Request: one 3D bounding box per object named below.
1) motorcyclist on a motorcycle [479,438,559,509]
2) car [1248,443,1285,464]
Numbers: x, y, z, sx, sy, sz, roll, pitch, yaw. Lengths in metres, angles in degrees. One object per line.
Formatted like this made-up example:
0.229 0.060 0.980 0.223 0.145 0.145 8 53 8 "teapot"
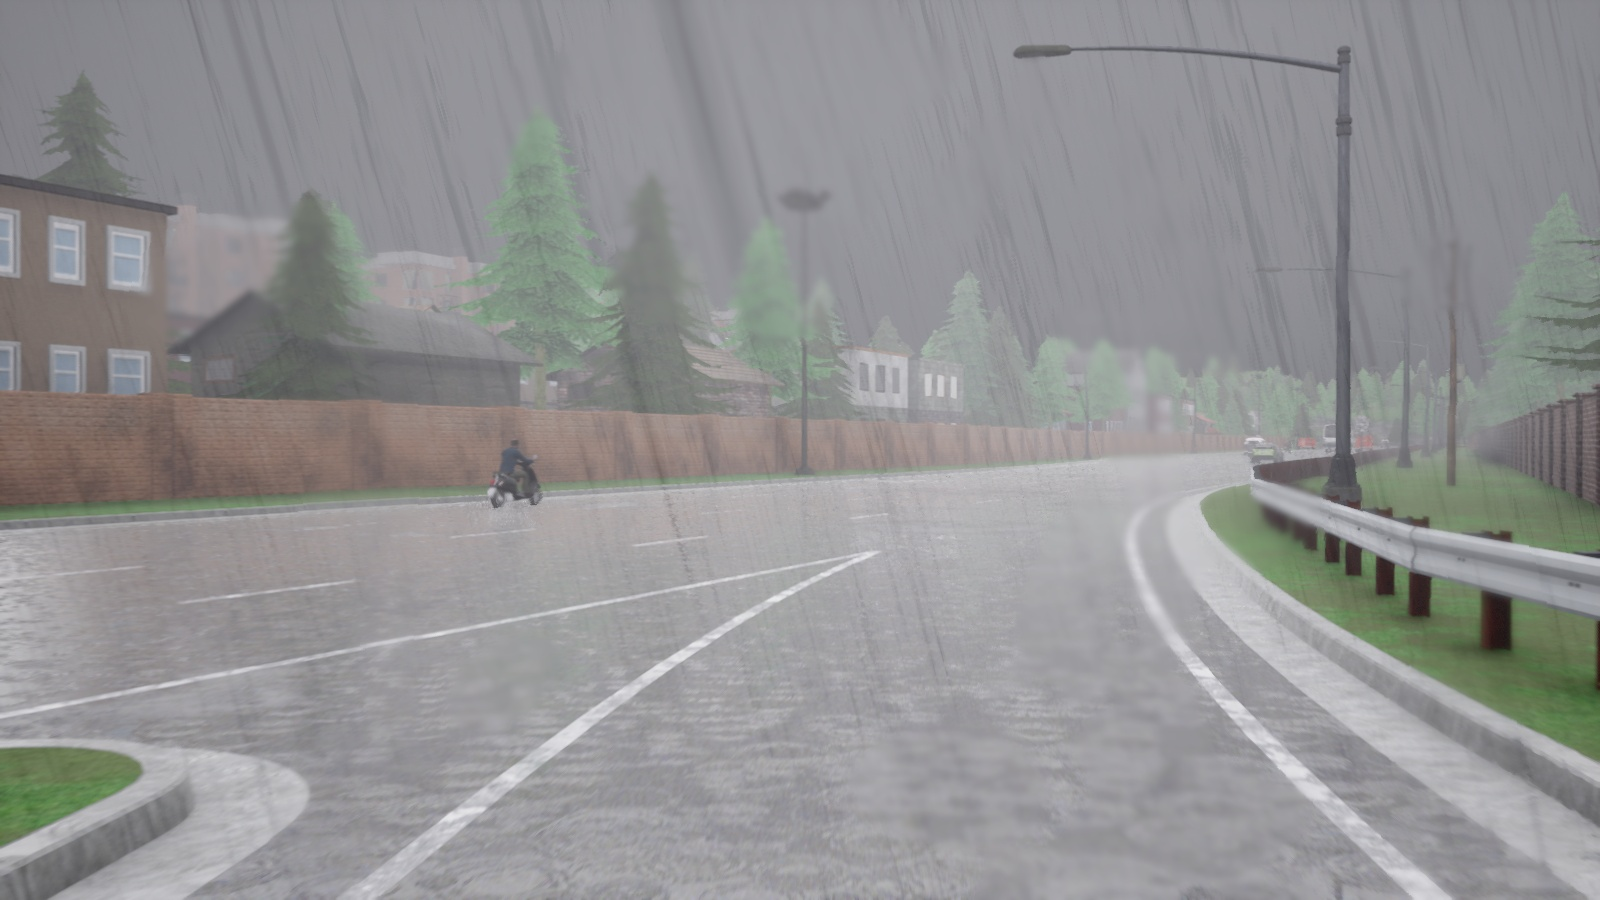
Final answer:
-6.519 0.526 29.218 0.866 1.590 1.817 0 0 27 "motorcyclist on a motorcycle"
34.562 0.217 93.021 2.007 1.525 4.514 0 0 27 "car"
